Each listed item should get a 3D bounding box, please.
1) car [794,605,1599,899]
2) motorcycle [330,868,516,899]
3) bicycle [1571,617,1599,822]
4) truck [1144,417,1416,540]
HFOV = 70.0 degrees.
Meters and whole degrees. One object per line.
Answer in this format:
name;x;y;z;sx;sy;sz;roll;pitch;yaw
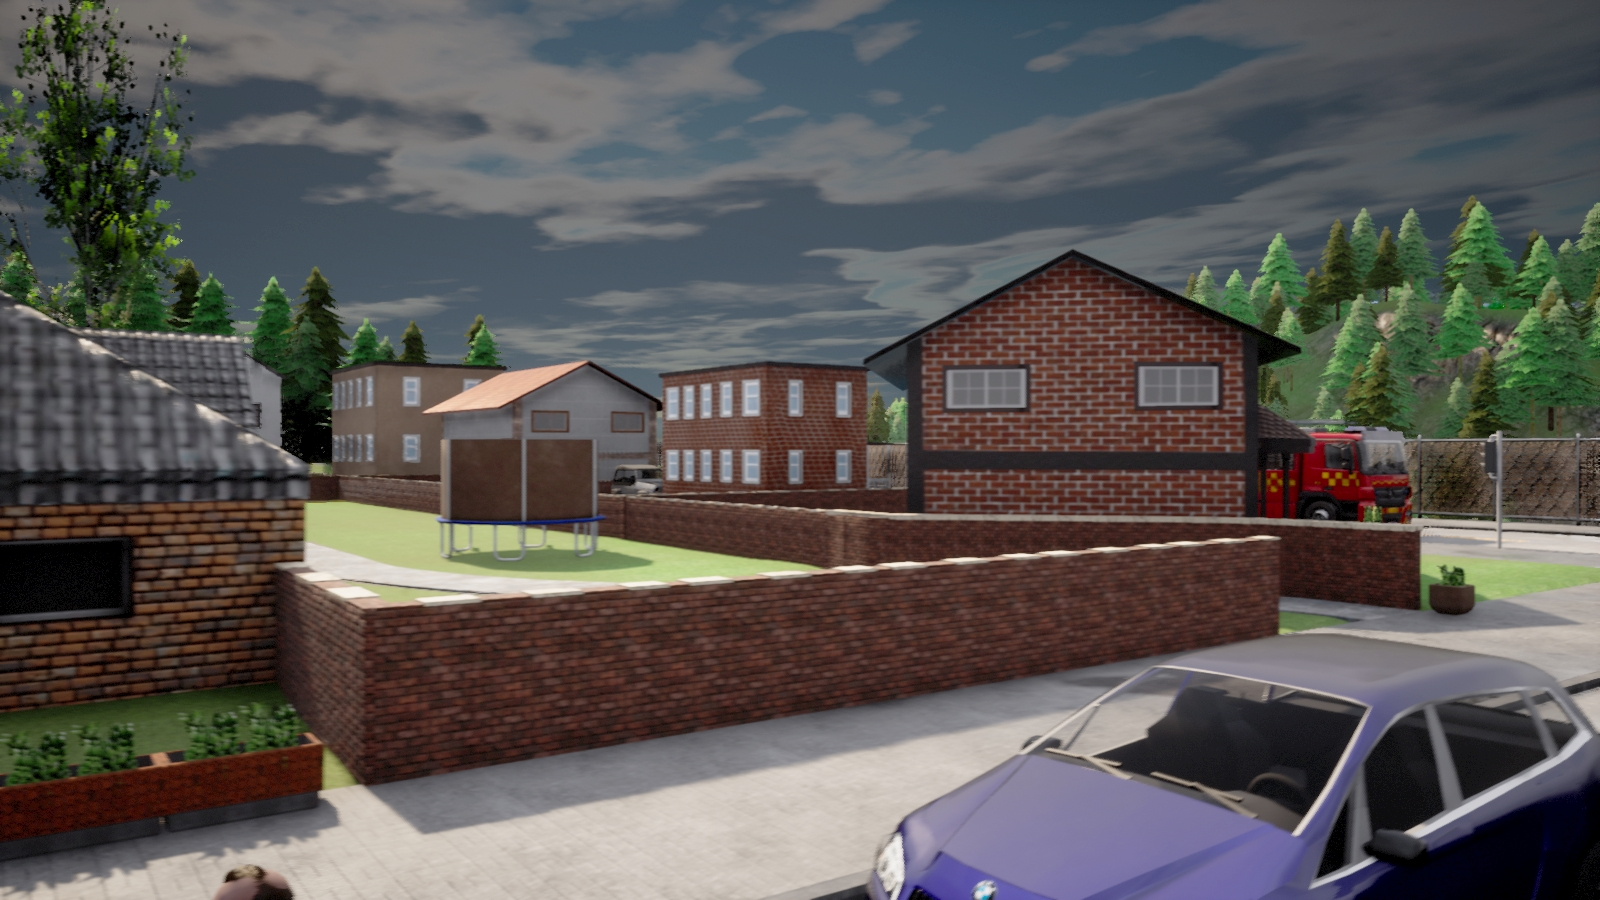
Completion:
car;2.498;1.967;6.093;4.611;1.667;2.242;0;0;-35
motorcycle;-1.630;2.142;3.185;1.805;1.316;0.856;0;0;-36
bicycle;6.738;2.060;9.134;1.835;1.471;0.329;0;0;-35
truck;16.388;0.890;39.733;2.891;3.827;8.468;0;0;-35
